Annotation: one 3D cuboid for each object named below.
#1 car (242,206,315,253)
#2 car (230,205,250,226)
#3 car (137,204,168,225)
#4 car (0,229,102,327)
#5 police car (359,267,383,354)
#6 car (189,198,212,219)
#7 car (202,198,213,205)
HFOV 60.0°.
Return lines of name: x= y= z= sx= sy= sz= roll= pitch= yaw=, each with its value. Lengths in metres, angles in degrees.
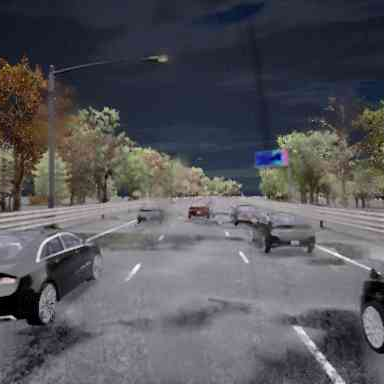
car: x=3.632 y=1.579 z=14.031 sx=2.128 sy=1.511 sz=4.902 roll=0 pitch=0 yaw=1
car: x=3.913 y=1.699 z=24.905 sx=2.033 sy=1.411 sz=5.357 roll=0 pitch=0 yaw=2
car: x=-2.945 y=1.641 z=25.577 sx=2.128 sy=1.511 sz=4.902 roll=0 pitch=0 yaw=2
car: x=-3.348 y=1.531 z=7.084 sx=2.128 sy=1.511 sz=4.902 roll=0 pitch=0 yaw=0
police car: x=3.504 y=1.448 z=3.265 sx=1.930 sy=1.638 sz=5.238 roll=0 pitch=0 yaw=0
car: x=0.712 y=1.669 z=31.753 sx=1.882 sy=1.535 sz=5.008 roll=0 pitch=-1 yaw=2
car: x=3.401 y=2.020 z=72.208 sx=2.033 sy=1.411 sz=5.357 roll=0 pitch=0 yaw=6
